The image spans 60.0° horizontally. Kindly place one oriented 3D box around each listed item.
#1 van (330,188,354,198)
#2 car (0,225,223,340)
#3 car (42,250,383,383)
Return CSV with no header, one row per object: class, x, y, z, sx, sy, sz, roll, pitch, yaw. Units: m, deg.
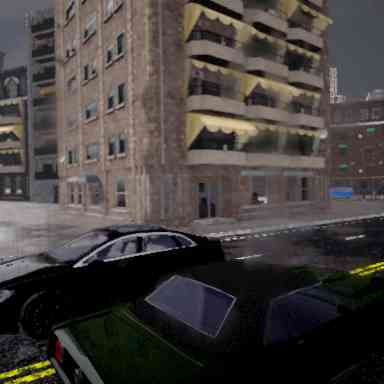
van,27.011,0.136,59.907,3.998,1.788,1.690,0,0,21
car,-1.515,1.462,6.616,4.902,1.511,2.128,-1,1,-36
car,0.915,1.562,4.122,4.718,1.301,1.895,-1,1,-36
